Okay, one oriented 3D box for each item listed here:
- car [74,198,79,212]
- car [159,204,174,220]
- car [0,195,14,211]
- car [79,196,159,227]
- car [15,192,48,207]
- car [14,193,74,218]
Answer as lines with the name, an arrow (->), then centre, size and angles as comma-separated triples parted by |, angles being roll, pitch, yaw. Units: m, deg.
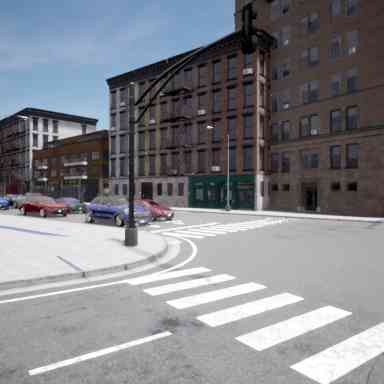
car -> -11.155, 1.201, 29.923 | 4.181, 1.385, 1.994 | 1, 0, 39
car -> -3.375, 1.267, 23.842 | 4.674, 1.442, 1.812 | 1, 0, 38
car -> -19.793, 1.018, 32.764 | 5.008, 1.535, 1.882 | 1, 0, 40
car -> -4.586, 1.089, 20.593 | 4.553, 1.767, 2.097 | 1, 0, 39
car -> -20.259, 0.867, 41.887 | 4.553, 1.767, 2.097 | 1, 0, 40
car -> -11.741, 1.118, 26.232 | 5.008, 1.535, 1.882 | 1, 0, 39
